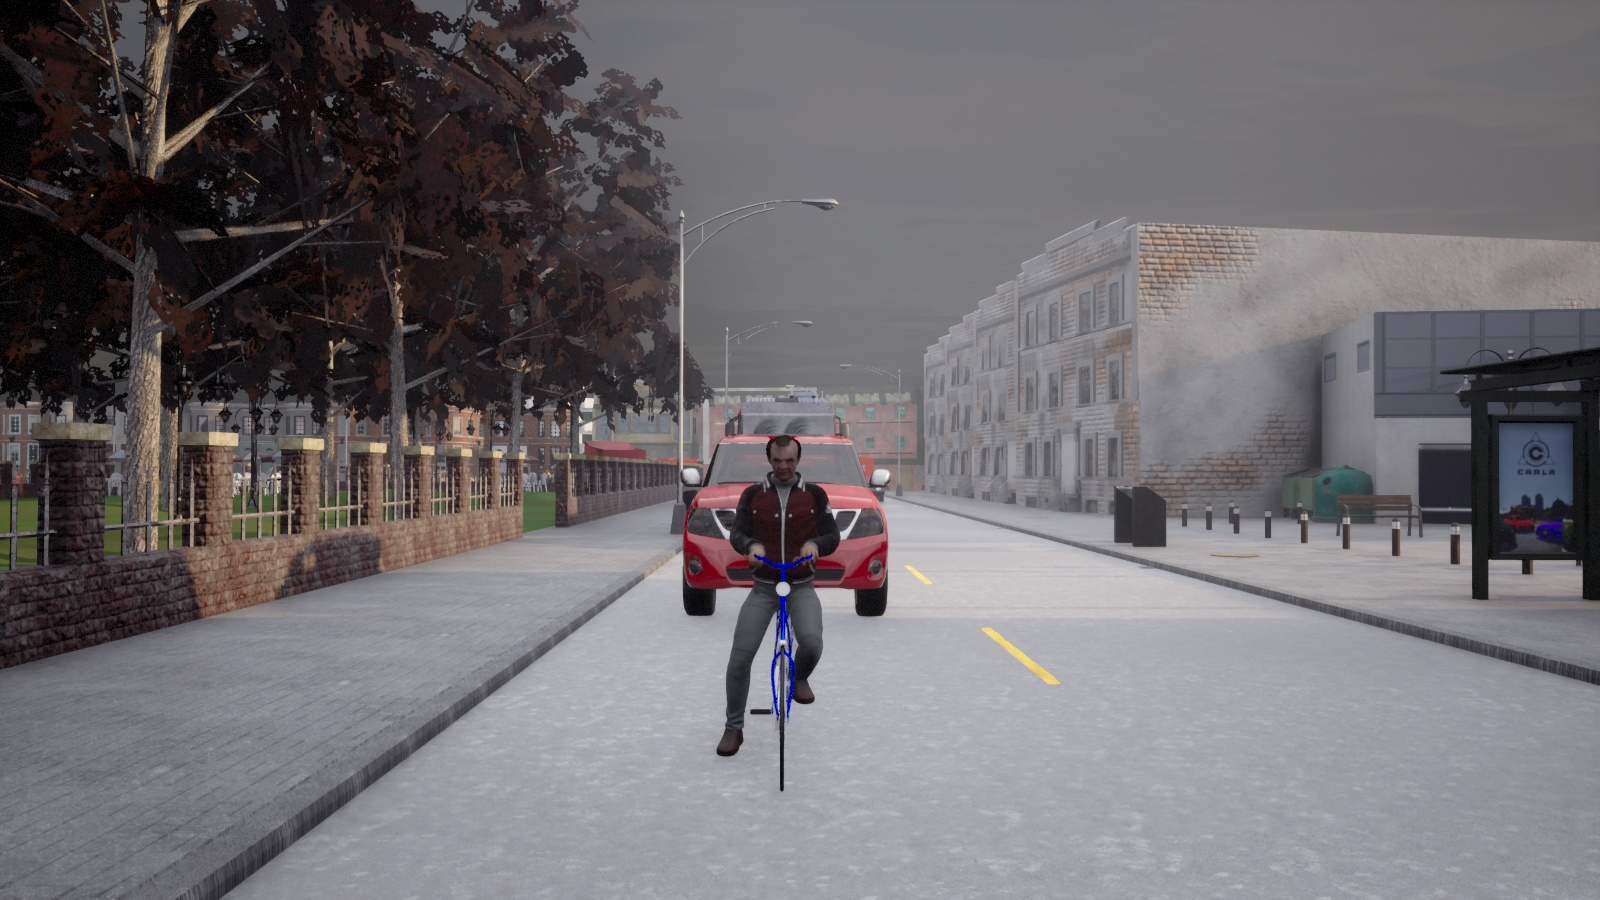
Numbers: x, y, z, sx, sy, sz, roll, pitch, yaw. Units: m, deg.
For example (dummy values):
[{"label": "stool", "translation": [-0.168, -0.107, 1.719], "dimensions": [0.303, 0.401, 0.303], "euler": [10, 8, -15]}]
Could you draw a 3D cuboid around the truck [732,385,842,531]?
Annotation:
[{"label": "truck", "translation": [-0.389, 0.278, 37.431], "dimensions": [2.891, 3.827, 8.468], "euler": [0, -1, -1]}]

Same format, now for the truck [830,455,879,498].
[{"label": "truck", "translation": [3.196, 1.575, 75.182], "dimensions": [2.627, 2.467, 5.204], "euler": [0, -1, -1]}]

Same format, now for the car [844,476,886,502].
[{"label": "car", "translation": [3.312, 1.989, 64.916], "dimensions": [1.895, 1.301, 4.718], "euler": [0, -1, -1]}]

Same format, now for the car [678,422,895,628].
[{"label": "car", "translation": [-0.171, 0.791, 15.308], "dimensions": [2.150, 2.045, 5.566], "euler": [0, -1, -1]}]

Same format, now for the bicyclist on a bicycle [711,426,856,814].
[{"label": "bicyclist on a bicycle", "translation": [-0.083, 0.798, 6.689], "dimensions": [0.659, 1.776, 1.843], "euler": [0, -1, -1]}]
